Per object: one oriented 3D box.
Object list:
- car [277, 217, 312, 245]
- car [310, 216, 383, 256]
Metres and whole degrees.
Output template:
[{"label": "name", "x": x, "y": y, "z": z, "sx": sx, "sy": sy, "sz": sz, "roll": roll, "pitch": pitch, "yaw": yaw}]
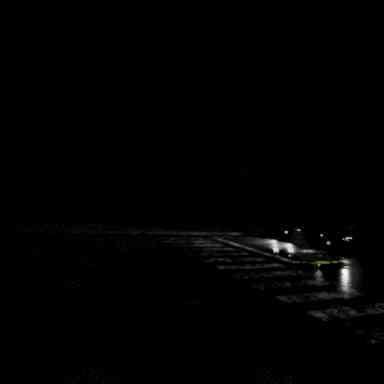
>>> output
[{"label": "car", "x": 6.820, "y": 2.067, "z": 18.378, "sx": 4.181, "sy": 1.385, "sz": 1.994, "roll": 4, "pitch": -1, "yaw": -23}, {"label": "car", "x": 8.092, "y": 2.072, "z": 15.386, "sx": 4.674, "sy": 1.442, "sz": 1.812, "roll": 4, "pitch": -1, "yaw": -23}]
